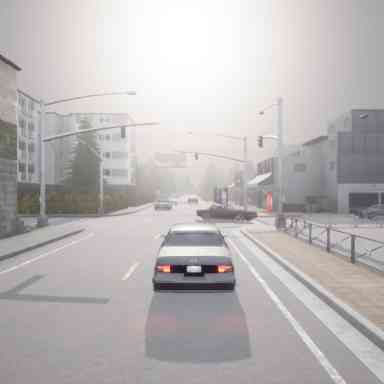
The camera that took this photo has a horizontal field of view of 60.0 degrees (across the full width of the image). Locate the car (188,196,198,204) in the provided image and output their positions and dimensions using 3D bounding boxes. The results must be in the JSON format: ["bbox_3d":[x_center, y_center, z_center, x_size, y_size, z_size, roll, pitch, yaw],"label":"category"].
[{"bbox_3d":[0.120,1.526,63.598,1.812,1.442,4.674,0,0,0],"label":"car"}]

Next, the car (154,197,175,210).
[{"bbox_3d":[-3.610,1.601,41.946,1.895,1.301,4.718,0,0,1],"label":"car"}]

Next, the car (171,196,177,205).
[{"bbox_3d":[-3.562,1.526,58.542,1.812,1.442,4.674,0,0,0],"label":"car"}]

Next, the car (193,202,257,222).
[{"bbox_3d":[2.765,1.686,26.668,4.718,1.301,1.895,0,-1,30],"label":"car"}]

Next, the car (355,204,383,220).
[{"bbox_3d":[16.724,1.740,29.382,4.181,1.385,1.994,0,0,0],"label":"car"}]

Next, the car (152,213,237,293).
[{"bbox_3d":[0.062,1.547,8.990,2.033,1.411,5.357,0,0,1],"label":"car"}]
